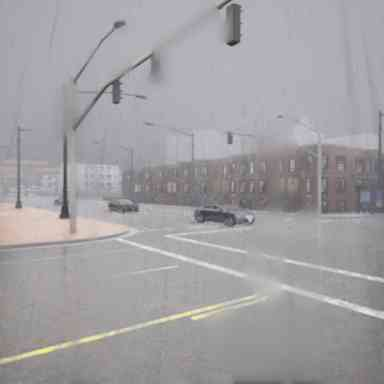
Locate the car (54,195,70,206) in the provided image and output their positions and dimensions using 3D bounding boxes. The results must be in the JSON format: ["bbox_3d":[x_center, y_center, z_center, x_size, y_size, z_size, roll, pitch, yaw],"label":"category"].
[{"bbox_3d":[-21.325,1.355,55.128,2.097,1.767,4.553,0,0,-35],"label":"car"}]

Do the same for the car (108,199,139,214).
[{"bbox_3d":[-7.396,1.482,35.597,1.882,1.535,5.008,0,0,-36],"label":"car"}]

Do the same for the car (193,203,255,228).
[{"bbox_3d":[2.100,1.497,22.555,2.128,1.511,4.902,0,0,-38],"label":"car"}]
